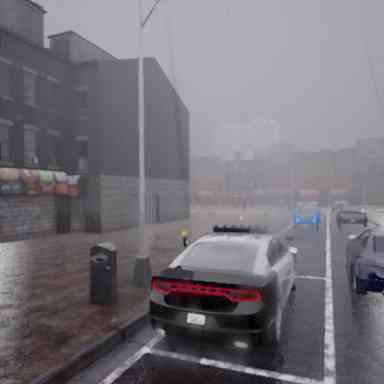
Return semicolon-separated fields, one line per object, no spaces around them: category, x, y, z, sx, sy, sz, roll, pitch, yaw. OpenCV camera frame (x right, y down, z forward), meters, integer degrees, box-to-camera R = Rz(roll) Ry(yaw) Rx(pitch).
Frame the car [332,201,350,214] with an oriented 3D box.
car;18.219;1.837;40.710;1.837;1.490;4.892;-1;-1;24

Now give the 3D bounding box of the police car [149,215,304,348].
police car;1.032;1.492;6.794;1.930;1.638;5.238;-1;-1;22

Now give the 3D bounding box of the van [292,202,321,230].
van;7.703;1.530;22.148;1.690;1.788;3.998;-1;-1;22

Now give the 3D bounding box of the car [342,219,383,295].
car;5.102;1.626;8.527;1.994;1.385;4.181;-1;-1;22

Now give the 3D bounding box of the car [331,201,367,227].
car;11.362;1.678;23.835;2.128;1.511;4.902;-1;-1;22
